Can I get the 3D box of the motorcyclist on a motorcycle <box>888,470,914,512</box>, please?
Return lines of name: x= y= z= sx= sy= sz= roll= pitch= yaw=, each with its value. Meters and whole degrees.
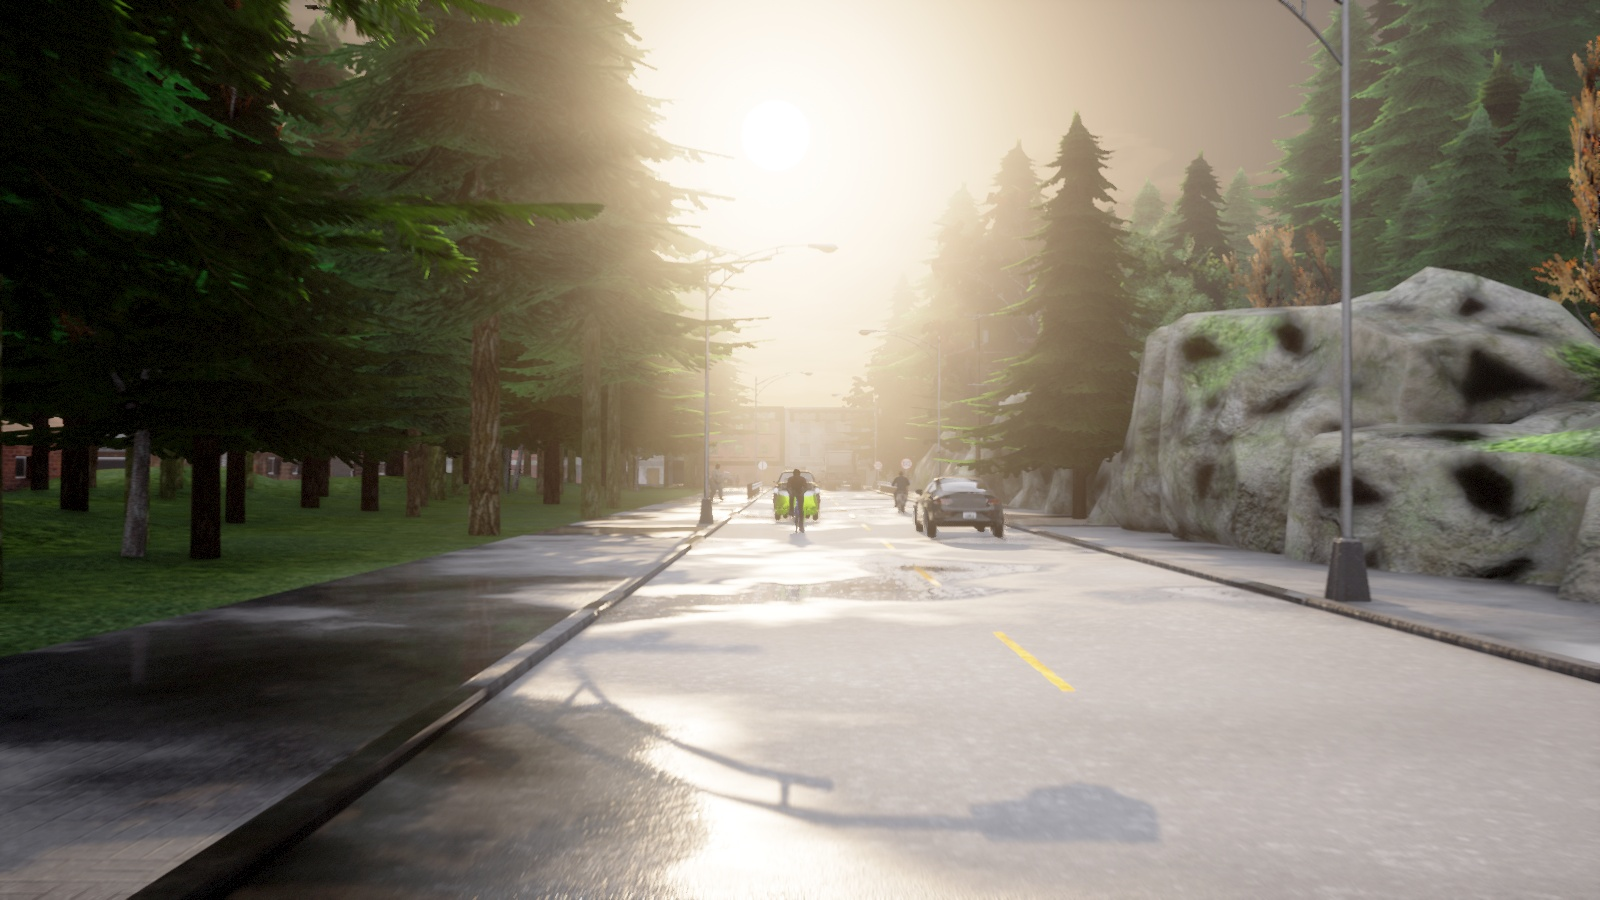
motorcyclist on a motorcycle: x=3.885 y=1.565 z=48.536 sx=0.866 sy=1.590 sz=1.817 roll=0 pitch=-1 yaw=0

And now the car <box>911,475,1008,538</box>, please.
car: x=3.925 y=1.353 z=31.574 sx=1.812 sy=1.442 sz=4.674 roll=0 pitch=-1 yaw=0

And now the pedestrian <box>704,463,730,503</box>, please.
pedestrian: x=-3.891 y=1.525 z=58.874 sx=0.900 sy=1.855 sz=0.874 roll=-1 pitch=-1 yaw=38

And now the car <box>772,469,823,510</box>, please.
car: x=-0.124 y=1.626 z=52.609 sx=2.033 sy=1.649 sz=4.856 roll=0 pitch=-1 yaw=0

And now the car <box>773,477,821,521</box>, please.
car: x=-0.095 y=1.545 z=40.350 sx=1.481 sy=1.376 sz=2.207 roll=0 pitch=-1 yaw=0
